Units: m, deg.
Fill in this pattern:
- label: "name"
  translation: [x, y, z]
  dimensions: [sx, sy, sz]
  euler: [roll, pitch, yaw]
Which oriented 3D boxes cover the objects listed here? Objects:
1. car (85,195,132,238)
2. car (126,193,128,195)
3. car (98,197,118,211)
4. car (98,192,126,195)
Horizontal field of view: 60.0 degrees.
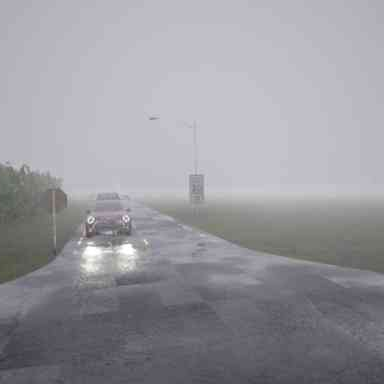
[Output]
- label: "car"
  translation: [-4.307, 1.242, 17.202]
  dimensions: [2.097, 1.767, 4.553]
  euler: [-1, 1, -14]
- label: "car"
  translation: [-12.413, 0.978, 60.891]
  dimensions: [1.837, 1.490, 4.892]
  euler: [-1, 1, -14]
- label: "car"
  translation: [-9.595, 1.288, 38.037]
  dimensions: [1.994, 1.385, 4.181]
  euler: [-1, 1, -14]
- label: "car"
  translation: [-6.873, 1.031, 27.302]
  dimensions: [2.150, 2.045, 5.566]
  euler: [-1, 1, -14]
